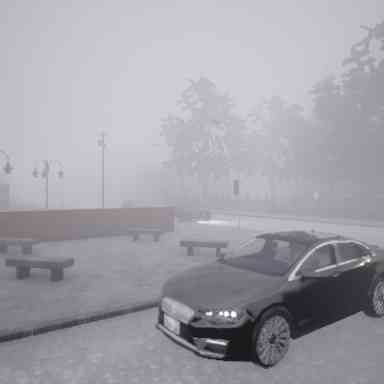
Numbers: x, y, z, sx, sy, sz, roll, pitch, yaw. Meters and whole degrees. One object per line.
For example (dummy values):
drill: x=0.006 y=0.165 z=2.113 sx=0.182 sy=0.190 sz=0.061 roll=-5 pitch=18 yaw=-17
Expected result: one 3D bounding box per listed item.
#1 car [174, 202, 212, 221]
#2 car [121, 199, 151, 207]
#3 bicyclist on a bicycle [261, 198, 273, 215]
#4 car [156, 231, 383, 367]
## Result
car: x=-0.249 y=1.564 z=27.323 sx=1.994 sy=1.385 sz=4.181 roll=0 pitch=0 yaw=-35
car: x=-6.019 y=1.505 z=35.458 sx=1.837 sy=1.490 sz=4.892 roll=0 pitch=0 yaw=-35
bicyclist on a bicycle: x=7.092 y=1.349 z=31.482 sx=1.656 sy=1.620 sz=0.582 roll=0 pitch=0 yaw=-35
car: x=1.726 y=1.491 z=5.839 sx=4.902 sy=1.511 sz=2.128 roll=0 pitch=0 yaw=-36
